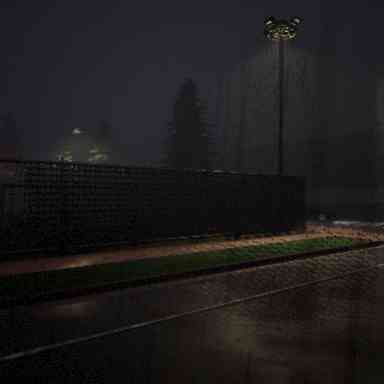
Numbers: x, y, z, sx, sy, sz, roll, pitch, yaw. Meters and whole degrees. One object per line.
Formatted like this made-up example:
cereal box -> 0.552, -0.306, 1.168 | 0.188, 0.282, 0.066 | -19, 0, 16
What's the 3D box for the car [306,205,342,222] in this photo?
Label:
car -> 11.170, 1.830, 29.810 | 1.994, 1.385, 4.181 | 1, 0, -35
